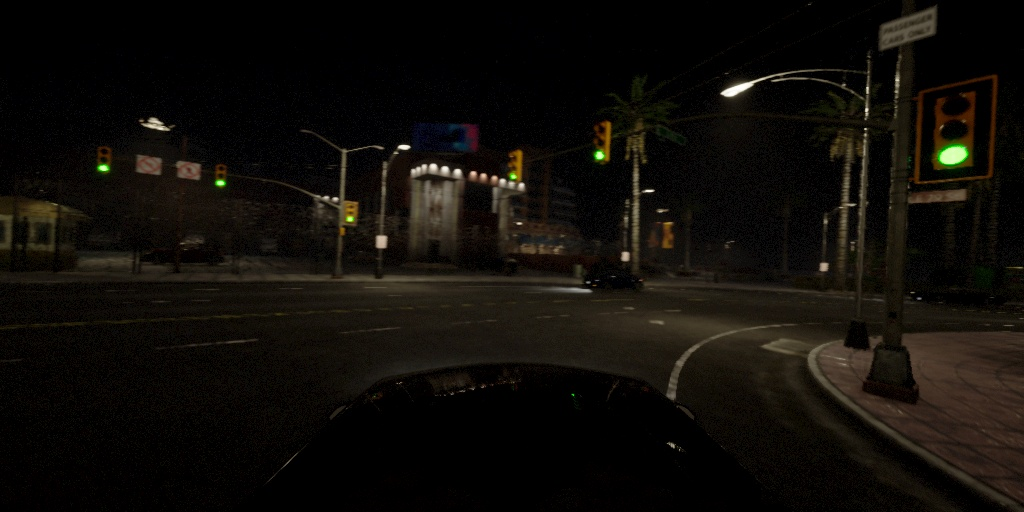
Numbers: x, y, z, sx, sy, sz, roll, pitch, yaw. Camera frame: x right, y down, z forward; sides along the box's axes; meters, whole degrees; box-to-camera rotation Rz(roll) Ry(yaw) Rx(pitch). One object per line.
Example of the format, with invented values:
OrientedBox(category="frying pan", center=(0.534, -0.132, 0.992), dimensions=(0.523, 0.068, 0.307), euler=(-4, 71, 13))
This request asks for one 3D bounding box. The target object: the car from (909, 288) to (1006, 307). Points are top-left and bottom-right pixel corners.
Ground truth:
OrientedBox(category="car", center=(33.910, 3.095, 27.459), dimensions=(4.718, 1.301, 1.895), euler=(3, 0, 13))

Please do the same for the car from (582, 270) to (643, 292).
OrientedBox(category="car", center=(6.994, 1.688, 24.870), dimensions=(4.181, 1.385, 1.994), euler=(3, 0, -21))
